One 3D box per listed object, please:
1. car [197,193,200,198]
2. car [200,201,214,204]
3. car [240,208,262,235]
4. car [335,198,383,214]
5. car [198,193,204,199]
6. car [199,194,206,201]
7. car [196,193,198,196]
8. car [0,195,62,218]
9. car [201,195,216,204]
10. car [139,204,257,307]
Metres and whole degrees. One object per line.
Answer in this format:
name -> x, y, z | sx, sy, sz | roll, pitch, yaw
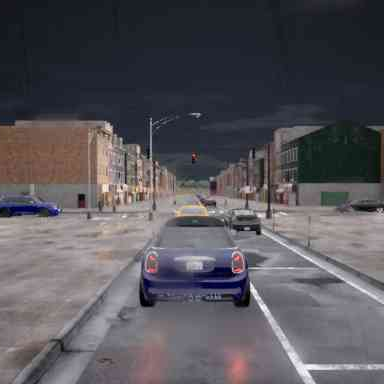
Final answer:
car -> 2.832, 1.445, 78.395 | 1.967, 1.590, 4.097 | -1, 0, 0
car -> 0.066, 1.471, 17.997 | 1.882, 1.535, 5.008 | 0, 0, 1
car -> 2.672, 1.544, 18.288 | 2.008, 1.369, 4.403 | -1, 0, 0
car -> 16.846, 1.366, 33.143 | 4.892, 1.490, 1.837 | 0, 1, 0
car -> 2.819, 1.548, 72.863 | 1.887, 1.381, 4.507 | -1, 0, 0
car -> 2.790, 1.582, 61.798 | 1.802, 1.307, 4.206 | -1, 0, 0
car -> 2.879, 1.560, 94.993 | 2.008, 1.369, 4.403 | -1, 0, 0
car -> -14.845, 1.344, 30.282 | 5.566, 2.045, 2.150 | 0, 1, 0
car -> 2.759, 1.541, 50.733 | 1.887, 1.381, 4.507 | -1, 0, 0
car -> 0.069, 1.348, 8.122 | 2.097, 1.767, 4.553 | 0, 0, 1
